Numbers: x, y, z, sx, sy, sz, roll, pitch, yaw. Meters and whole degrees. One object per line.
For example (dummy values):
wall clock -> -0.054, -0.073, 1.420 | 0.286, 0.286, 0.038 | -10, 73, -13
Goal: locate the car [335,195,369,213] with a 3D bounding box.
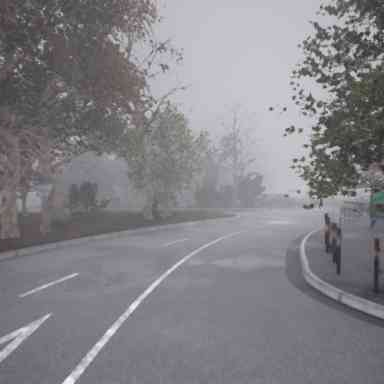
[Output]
car -> 17.354, 1.418, 35.728 | 2.128, 1.511, 4.902 | 0, 0, 37

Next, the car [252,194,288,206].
car -> 13.152, 1.390, 56.558 | 5.566, 2.045, 2.435 | 0, -1, -1

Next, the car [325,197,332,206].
car -> 21.550, 1.706, 57.154 | 2.033, 1.411, 5.357 | 0, -1, 0

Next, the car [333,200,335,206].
car -> 25.434, 1.541, 52.085 | 5.008, 1.535, 2.097 | 0, -1, -1

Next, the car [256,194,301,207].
car -> 13.208, 1.295, 51.096 | 5.566, 2.045, 2.435 | 0, -1, -1

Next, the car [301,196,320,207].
car -> 18.190, 1.433, 52.520 | 2.097, 1.767, 4.553 | 0, -1, 0
